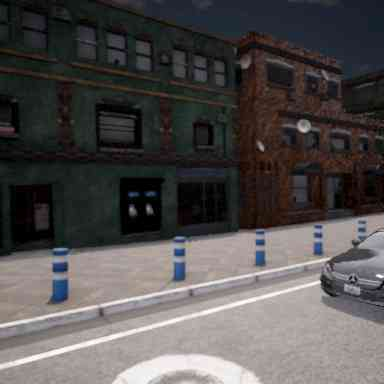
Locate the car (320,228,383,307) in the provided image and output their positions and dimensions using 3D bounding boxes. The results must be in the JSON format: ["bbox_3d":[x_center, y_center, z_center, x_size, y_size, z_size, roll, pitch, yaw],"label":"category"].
[{"bbox_3d":[4.828,1.522,7.436,4.674,1.442,1.812,0,0,-35],"label":"car"}]
